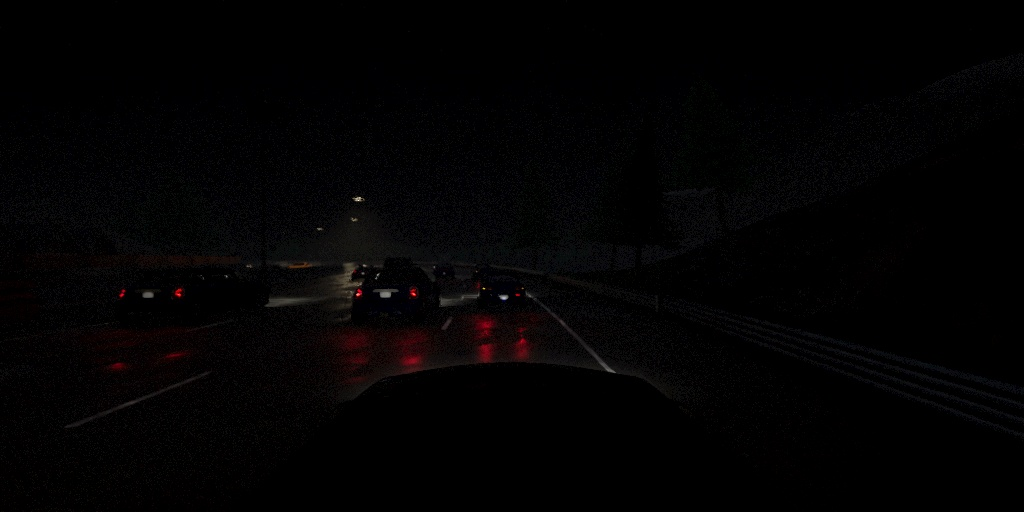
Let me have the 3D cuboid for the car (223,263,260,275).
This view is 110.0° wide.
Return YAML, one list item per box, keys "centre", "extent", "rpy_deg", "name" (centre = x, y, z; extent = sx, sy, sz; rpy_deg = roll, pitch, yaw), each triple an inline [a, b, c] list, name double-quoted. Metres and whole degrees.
- centre: [-34.891, 1.630, 46.377]
  extent: [2.033, 1.411, 5.357]
  rpy_deg: [0, 0, -16]
  name: "car"

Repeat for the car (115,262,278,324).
- centre: [-10.816, 1.189, 12.654]
  extent: [2.097, 1.767, 4.553]
  rpy_deg: [0, 0, -3]
  name: "car"

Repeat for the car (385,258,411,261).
- centre: [-9.115, 1.143, 29.184]
  extent: [2.150, 2.045, 5.566]
  rpy_deg: [0, 0, -9]
  name: "car"

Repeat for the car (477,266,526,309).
- centre: [-0.482, 1.350, 15.481]
  extent: [1.812, 1.442, 4.674]
  rpy_deg: [0, 0, -5]
  name: "car"

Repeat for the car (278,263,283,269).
- centre: [-31.278, 1.564, 46.345]
  extent: [2.128, 1.511, 4.902]
  rpy_deg: [0, 0, -16]
  name: "car"

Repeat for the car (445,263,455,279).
- centre: [-6.594, 1.421, 34.849]
  extent: [1.882, 1.535, 5.008]
  rpy_deg: [0, 0, -11]
  name: "car"

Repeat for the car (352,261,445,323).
- centre: [-3.812, 1.169, 12.583]
  extent: [2.097, 1.767, 4.553]
  rpy_deg: [0, 0, -3]
  name: "car"

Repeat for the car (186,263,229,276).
- centre: [-38.146, 1.632, 45.103]
  extent: [2.033, 1.411, 5.357]
  rpy_deg: [0, 0, -16]
  name: "car"

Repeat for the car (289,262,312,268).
- centre: [-27.989, 1.547, 47.564]
  extent: [1.882, 1.535, 5.008]
  rpy_deg: [0, 0, -16]
  name: "car"

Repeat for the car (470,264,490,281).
- centre: [-2.691, 1.447, 32.856]
  extent: [1.812, 1.442, 4.674]
  rpy_deg: [0, 0, -10]
  name: "car"

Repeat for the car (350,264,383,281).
- centre: [-13.458, 1.519, 33.409]
  extent: [1.994, 1.385, 4.181]
  rpy_deg: [0, 0, -11]
  name: "car"
